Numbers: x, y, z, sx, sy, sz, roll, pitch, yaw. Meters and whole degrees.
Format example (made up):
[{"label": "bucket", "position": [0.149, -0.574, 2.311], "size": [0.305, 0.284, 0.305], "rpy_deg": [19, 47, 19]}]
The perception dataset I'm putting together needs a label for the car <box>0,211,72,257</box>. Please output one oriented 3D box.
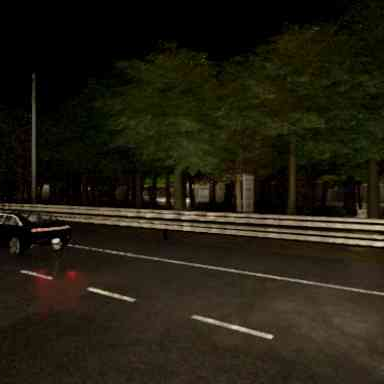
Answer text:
[{"label": "car", "position": [-6.700, 1.492, 12.958], "size": [4.902, 1.511, 2.128], "rpy_deg": [0, 0, 36]}]
